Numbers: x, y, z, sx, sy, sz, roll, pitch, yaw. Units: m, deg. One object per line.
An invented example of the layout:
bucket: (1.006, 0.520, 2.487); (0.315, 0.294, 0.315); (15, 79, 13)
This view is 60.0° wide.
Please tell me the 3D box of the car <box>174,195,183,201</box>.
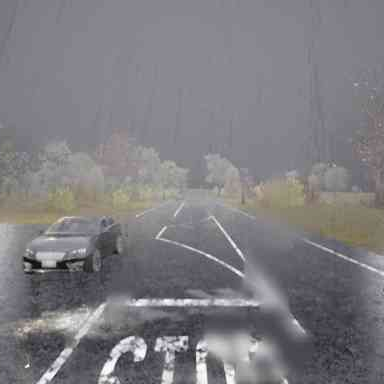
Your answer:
car: (-3.126, 1.458, 80.736); (2.033, 1.411, 5.357); (0, 0, 2)

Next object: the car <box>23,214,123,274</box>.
car: (-3.486, 1.484, 10.576); (2.128, 1.511, 4.902); (0, 0, 0)
